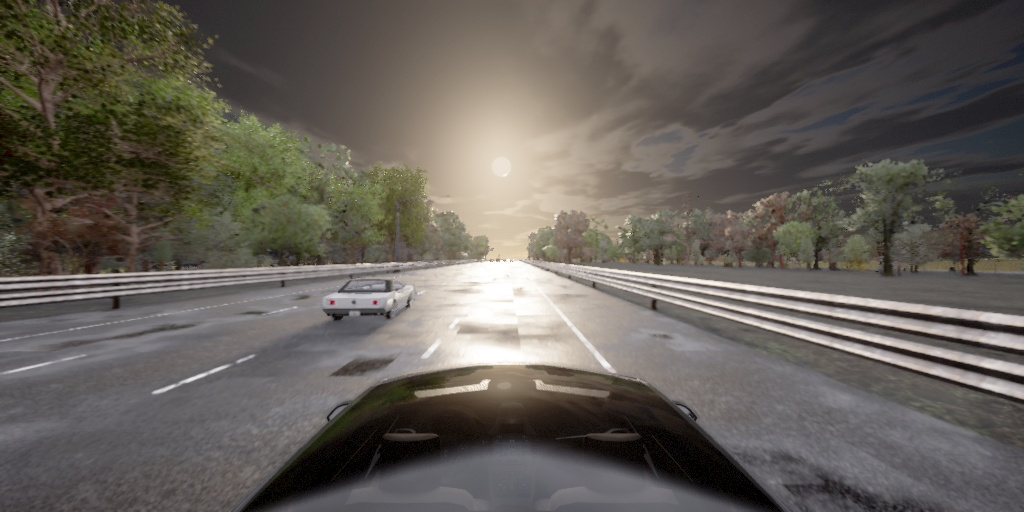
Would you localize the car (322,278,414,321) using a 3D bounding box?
[{"bbox_3d":[-4.809,1.420,12.778,1.895,1.301,4.718,0,0,-5],"label":"car"}]
